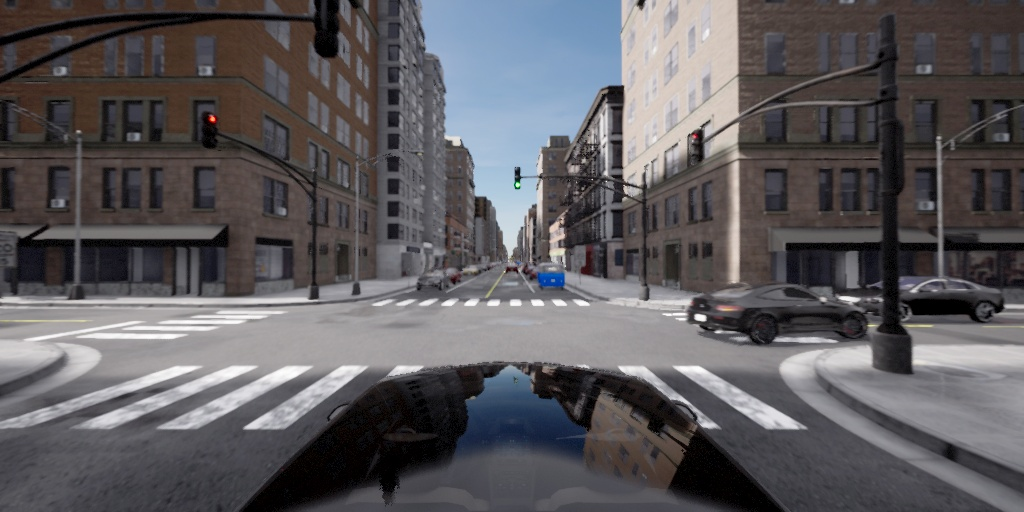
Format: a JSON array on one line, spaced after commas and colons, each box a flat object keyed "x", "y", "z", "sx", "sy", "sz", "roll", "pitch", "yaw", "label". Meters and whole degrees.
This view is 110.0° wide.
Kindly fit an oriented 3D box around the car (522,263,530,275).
[{"x": 2.645, "y": 1.922, "z": 47.658, "sx": 1.802, "sy": 1.307, "sz": 4.207, "roll": 0, "pitch": 0, "yaw": 0, "label": "car"}]

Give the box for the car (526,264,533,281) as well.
[{"x": 2.643, "y": 1.779, "z": 36.295, "sx": 1.802, "sy": 1.307, "sz": 4.207, "roll": 0, "pitch": 0, "yaw": 0, "label": "car"}]

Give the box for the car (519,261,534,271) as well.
[{"x": 2.646, "y": 1.724, "z": 53.339, "sx": 2.192, "sy": 1.841, "sz": 5.009, "roll": 0, "pitch": 0, "yaw": 0, "label": "car"}]

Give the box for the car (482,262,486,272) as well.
[{"x": -5.379, "y": 1.975, "z": 53.334, "sx": 1.948, "sy": 1.339, "sz": 4.313, "roll": 0, "pitch": 0, "yaw": 0, "label": "car"}]

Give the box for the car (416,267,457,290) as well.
[{"x": -5.384, "y": 1.600, "z": 24.926, "sx": 2.007, "sy": 1.370, "sz": 4.403, "roll": 0, "pitch": 0, "yaw": 0, "label": "car"}]

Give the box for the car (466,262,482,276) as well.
[{"x": -5.380, "y": 1.865, "z": 47.482, "sx": 1.751, "sy": 1.417, "sz": 4.829, "roll": 0, "pitch": 0, "yaw": 0, "label": "car"}]

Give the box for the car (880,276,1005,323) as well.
[{"x": 14.339, "y": 1.481, "z": 12.791, "sx": 4.902, "sy": 1.511, "sz": 2.128, "roll": 0, "pitch": -1, "yaw": -2, "label": "car"}]

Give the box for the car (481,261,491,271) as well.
[{"x": -5.378, "y": 2.114, "z": 64.697, "sx": 1.948, "sy": 1.339, "sz": 4.313, "roll": 0, "pitch": 0, "yaw": 0, "label": "car"}]

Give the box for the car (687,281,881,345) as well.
[{"x": 7.043, "y": 1.431, "z": 9.671, "sx": 4.674, "sy": 1.442, "sz": 1.812, "roll": 1, "pitch": -2, "yaw": -13, "label": "car"}]

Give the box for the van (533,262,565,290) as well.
[{"x": 2.642, "y": 1.391, "z": 24.934, "sx": 1.690, "sy": 1.789, "sz": 3.998, "roll": 0, "pitch": 0, "yaw": 0, "label": "van"}]

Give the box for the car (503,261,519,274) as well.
[{"x": 0.008, "y": 1.903, "z": 54.655, "sx": 1.882, "sy": 1.535, "sz": 5.008, "roll": 0, "pitch": -1, "yaw": 0, "label": "car"}]

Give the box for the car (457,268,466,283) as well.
[{"x": -5.383, "y": 1.668, "z": 30.607, "sx": 1.888, "sy": 1.381, "sz": 4.507, "roll": 0, "pitch": 0, "yaw": 0, "label": "car"}]
